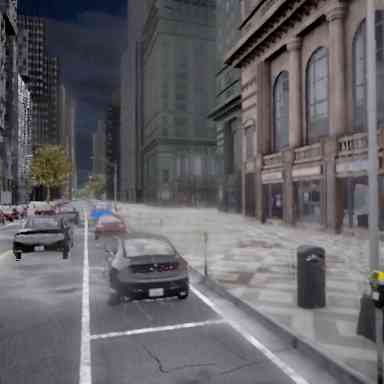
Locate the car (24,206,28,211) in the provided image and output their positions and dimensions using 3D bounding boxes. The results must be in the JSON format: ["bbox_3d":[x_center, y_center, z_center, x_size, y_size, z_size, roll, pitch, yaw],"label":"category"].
[{"bbox_3d":[-19.572,2.211,37.343,1.887,1.381,4.507,0,-1,-18],"label":"car"}]

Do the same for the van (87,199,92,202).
[{"bbox_3d":[-13.097,2.115,45.195,1.690,1.788,3.998,0,-1,-18],"label":"van"}]

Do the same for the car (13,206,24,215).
[{"bbox_3d":[-17.890,2.120,32.081,1.887,1.381,4.507,0,-1,-18],"label":"car"}]

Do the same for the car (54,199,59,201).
[{"bbox_3d":[-31.098,2.830,73.467,1.752,1.417,4.829,0,-1,-18],"label":"car"}]

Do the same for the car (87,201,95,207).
[{"bbox_3d":[-26.311,3.076,86.521,1.947,1.339,4.313,0,-1,-18],"label":"car"}]

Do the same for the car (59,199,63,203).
[{"bbox_3d":[-34.362,3.034,83.708,1.887,1.381,4.507,0,-1,-18],"label":"car"}]

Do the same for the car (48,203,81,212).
[{"bbox_3d":[-10.465,1.977,27.878,2.128,1.511,4.902,0,-1,-17],"label":"car"}]

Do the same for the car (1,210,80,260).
[{"bbox_3d":[-5.903,1.733,13.594,2.128,1.511,4.902,0,-1,-17],"label":"car"}]

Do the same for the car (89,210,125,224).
[{"bbox_3d":[-4.698,1.903,18.877,1.802,1.307,4.206,0,-1,-18],"label":"car"}]

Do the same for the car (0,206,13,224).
[{"bbox_3d":[-16.208,2.030,26.818,1.887,1.381,4.507,0,-1,-18],"label":"car"}]

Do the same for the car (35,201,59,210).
[{"bbox_3d":[-17.419,2.174,39.628,1.882,1.535,5.008,0,-1,-17],"label":"car"}]

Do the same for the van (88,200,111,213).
[{"bbox_3d":[-8.057,1.843,29.407,1.690,1.788,3.998,0,-1,-18],"label":"van"}]

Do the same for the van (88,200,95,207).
[{"bbox_3d":[-24.665,2.758,81.369,1.690,1.788,3.998,0,-1,-18],"label":"van"}]

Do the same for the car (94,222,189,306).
[{"bbox_3d":[-1.338,1.692,8.352,2.008,1.369,4.403,0,-1,-18],"label":"car"}]
